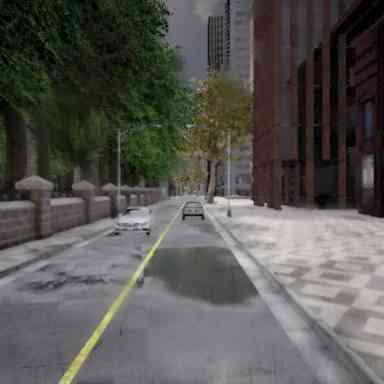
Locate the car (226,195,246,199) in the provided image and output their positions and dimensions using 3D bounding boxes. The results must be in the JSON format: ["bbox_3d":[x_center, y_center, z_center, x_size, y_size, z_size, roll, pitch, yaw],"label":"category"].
[{"bbox_3d":[12.356,1.415,90.576,4.829,1.417,1.752,-1,1,0],"label":"car"}]

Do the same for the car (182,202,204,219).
[{"bbox_3d":[0.100,1.544,28.554,2.033,1.411,5.357,0,0,0],"label":"car"}]

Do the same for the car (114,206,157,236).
[{"bbox_3d":[-3.000,1.524,18.502,1.812,1.442,4.674,0,0,0],"label":"car"}]
